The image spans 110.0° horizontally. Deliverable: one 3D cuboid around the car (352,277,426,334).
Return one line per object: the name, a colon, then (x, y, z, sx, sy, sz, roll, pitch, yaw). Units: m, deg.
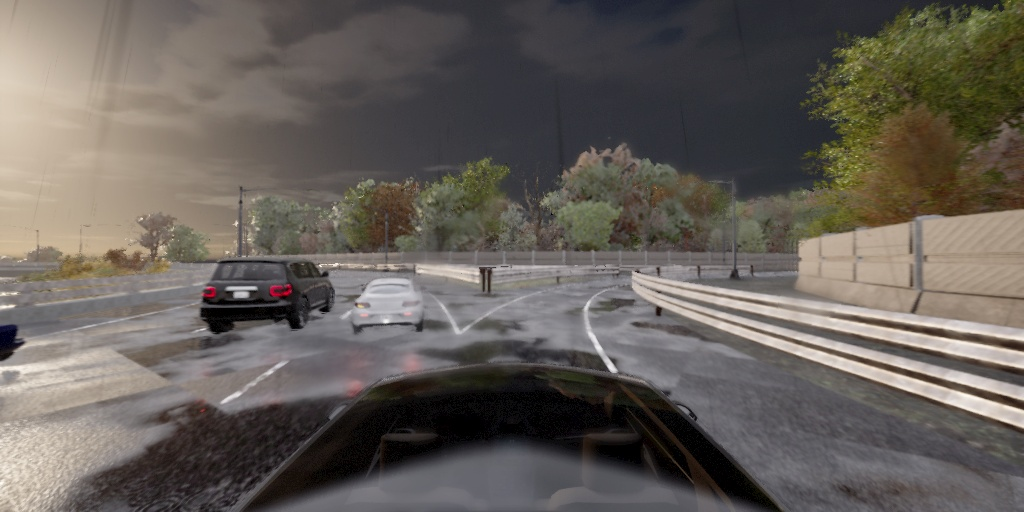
car: (-3.662, 1.376, 11.054, 1.812, 1.442, 4.674, 0, -1, -14)

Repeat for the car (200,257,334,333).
car: (-7.331, 1.073, 11.399, 2.150, 2.045, 5.566, 0, -1, -15)

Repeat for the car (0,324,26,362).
car: (-9.190, 1.372, 4.102, 1.895, 1.301, 4.718, 0, -1, -11)
